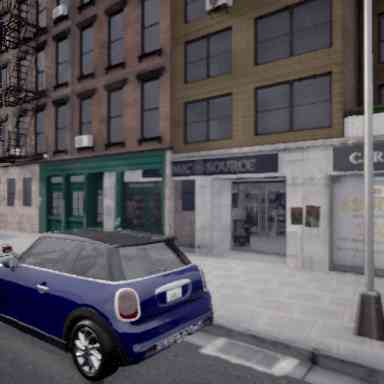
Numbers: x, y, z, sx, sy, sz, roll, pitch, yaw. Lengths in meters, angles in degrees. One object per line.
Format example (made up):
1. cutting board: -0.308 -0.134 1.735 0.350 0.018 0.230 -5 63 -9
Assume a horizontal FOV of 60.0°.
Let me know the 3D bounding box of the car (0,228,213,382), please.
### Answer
1. car: -1.945 1.424 5.816 4.553 1.767 2.097 0 -1 37
